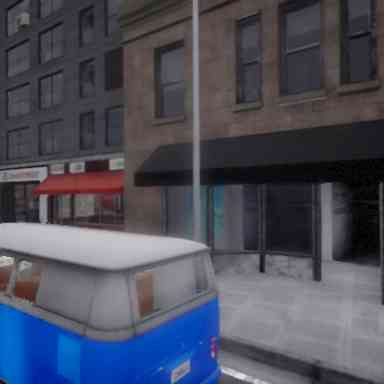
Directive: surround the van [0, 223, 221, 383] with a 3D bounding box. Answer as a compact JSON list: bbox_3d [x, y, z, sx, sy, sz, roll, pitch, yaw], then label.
[{"bbox_3d":[-1.604,1.339,4.011,3.998,1.788,1.690,0,-1,36],"label":"van"}]
